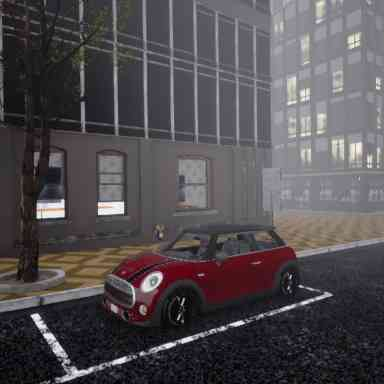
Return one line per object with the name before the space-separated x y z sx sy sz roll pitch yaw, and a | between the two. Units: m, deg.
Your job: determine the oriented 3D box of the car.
car | 0.295 1.439 6.800 4.097 1.590 1.967 0 -1 -36
